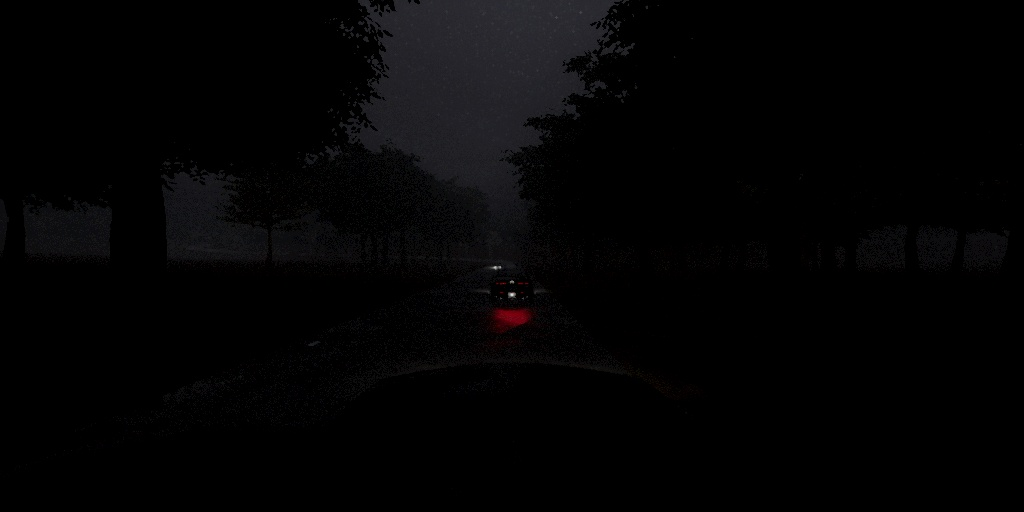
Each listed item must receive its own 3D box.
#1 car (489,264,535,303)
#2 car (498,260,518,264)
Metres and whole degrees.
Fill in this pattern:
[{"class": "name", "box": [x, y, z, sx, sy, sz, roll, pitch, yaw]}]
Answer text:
[{"class": "car", "box": [0.000, 1.273, 16.517, 1.837, 1.490, 4.892, 0, 0, 0]}, {"class": "car", "box": [0.001, 1.327, 31.535, 1.812, 1.442, 4.674, 0, 0, 0]}]
